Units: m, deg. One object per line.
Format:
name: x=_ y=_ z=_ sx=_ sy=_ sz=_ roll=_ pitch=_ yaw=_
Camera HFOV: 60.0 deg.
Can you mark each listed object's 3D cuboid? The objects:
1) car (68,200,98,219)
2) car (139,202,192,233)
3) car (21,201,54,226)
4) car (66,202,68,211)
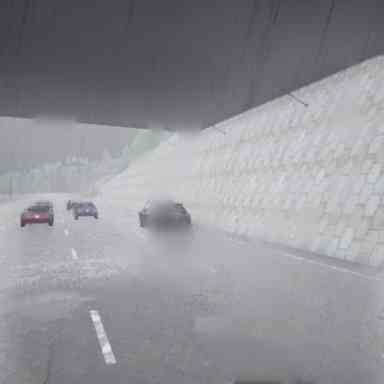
car: x=-9.362 y=1.543 z=28.962 sx=2.033 sy=1.411 sz=5.357 roll=0 pitch=0 yaw=-23
car: x=-1.726 y=1.350 z=19.807 sx=2.097 sy=1.767 sz=4.553 roll=0 pitch=0 yaw=-23
car: x=-10.757 y=1.559 z=23.243 sx=1.994 sy=1.385 sz=4.181 roll=0 pitch=0 yaw=-23
car: x=-14.592 y=1.595 z=41.421 sx=1.895 sy=1.301 sz=4.718 roll=0 pitch=0 yaw=-23
